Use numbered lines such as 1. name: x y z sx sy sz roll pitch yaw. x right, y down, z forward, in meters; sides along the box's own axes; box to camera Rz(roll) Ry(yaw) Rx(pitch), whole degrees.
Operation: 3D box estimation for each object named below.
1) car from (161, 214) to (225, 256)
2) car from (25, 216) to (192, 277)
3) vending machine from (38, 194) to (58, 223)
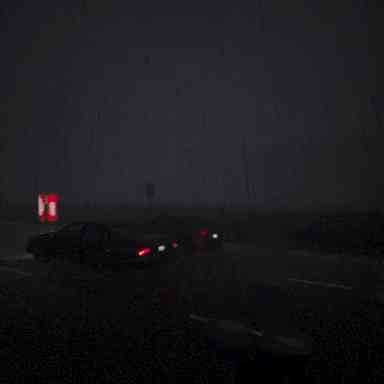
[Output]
1. car: -0.814 1.540 12.999 4.181 1.385 1.994 0 0 35
2. car: -2.863 1.533 10.192 5.357 1.411 2.033 0 0 35
3. vending machine: -10.654 1.168 24.617 0.880 2.100 1.100 0 0 35
